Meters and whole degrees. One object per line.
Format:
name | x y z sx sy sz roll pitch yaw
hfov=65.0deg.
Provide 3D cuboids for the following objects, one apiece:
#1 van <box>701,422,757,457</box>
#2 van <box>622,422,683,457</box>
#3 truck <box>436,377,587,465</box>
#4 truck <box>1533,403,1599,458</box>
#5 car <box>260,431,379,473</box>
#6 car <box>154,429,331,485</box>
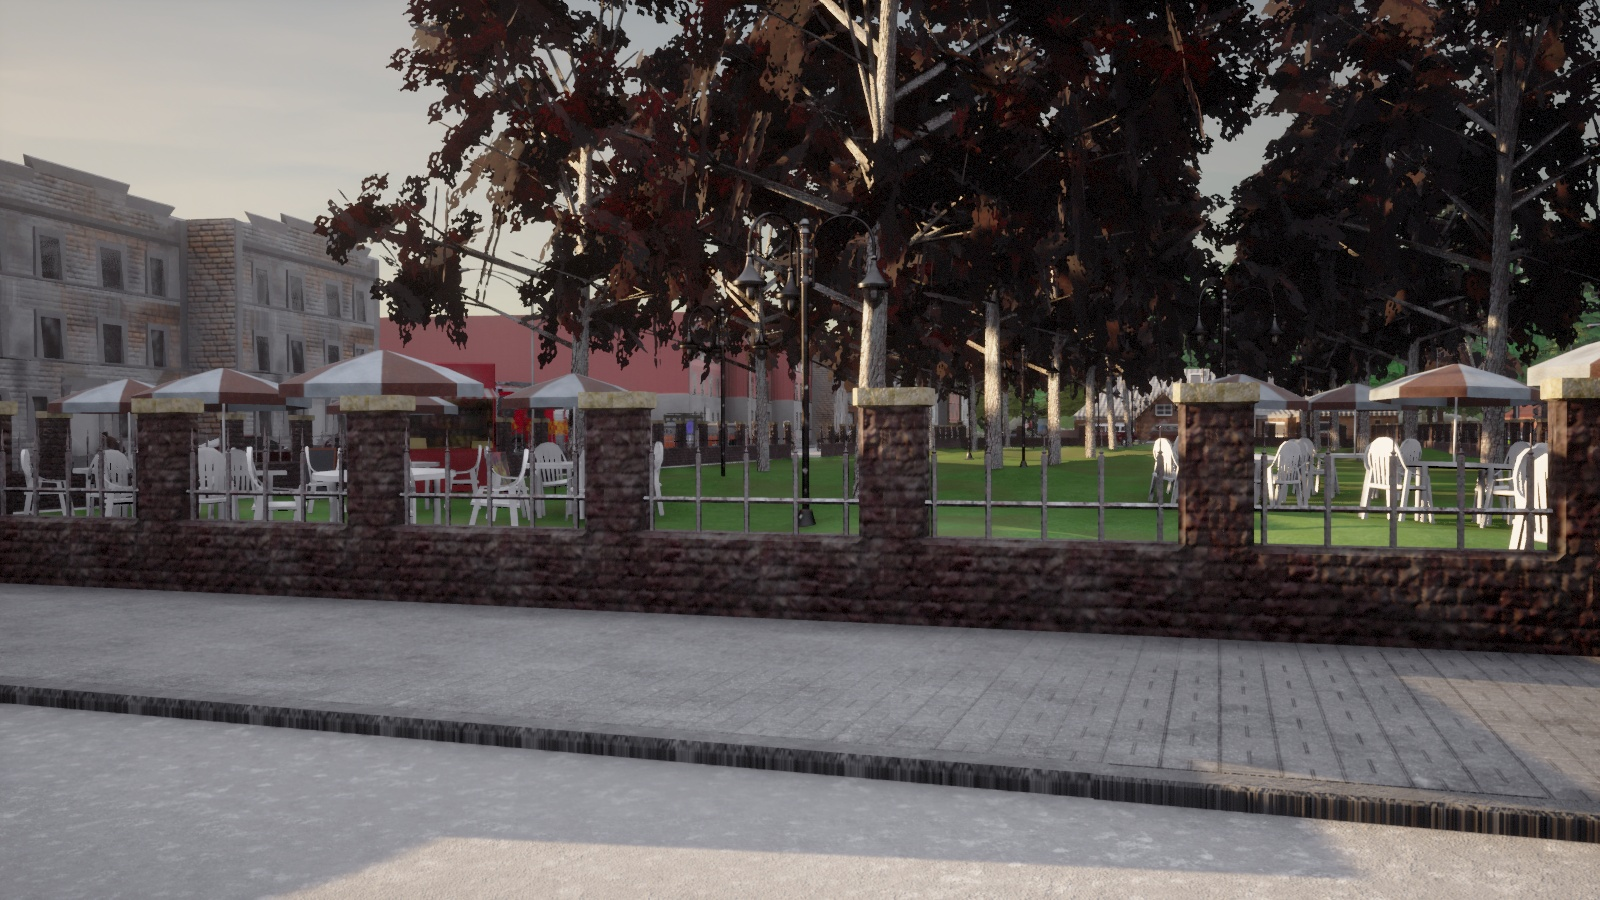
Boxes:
van | -4.109 -0.614 73.538 1.775 1.987 4.442 1 1 18
van | -8.539 -0.620 72.901 1.775 1.987 4.442 1 1 18
truck | -13.265 -1.328 58.696 2.891 3.827 8.468 1 1 18
truck | 50.996 -1.291 82.877 2.891 3.462 7.936 1 1 19
car | -17.510 0.039 45.949 1.816 1.474 4.193 1 1 18
car | -16.278 0.151 36.972 1.882 1.535 5.008 1 1 18
